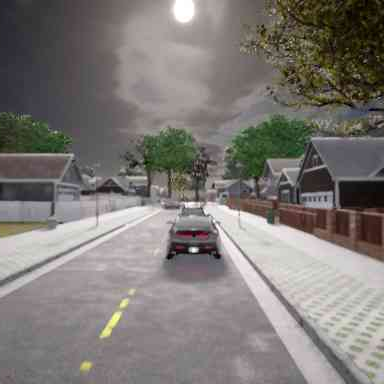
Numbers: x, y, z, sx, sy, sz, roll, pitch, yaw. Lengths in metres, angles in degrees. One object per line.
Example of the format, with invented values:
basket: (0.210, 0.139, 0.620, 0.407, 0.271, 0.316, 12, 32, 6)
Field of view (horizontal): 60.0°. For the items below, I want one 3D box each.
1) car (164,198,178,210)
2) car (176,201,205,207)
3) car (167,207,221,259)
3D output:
car: (-2.819, 1.617, 47.607, 2.097, 1.767, 4.553, 0, 0, 0)
car: (0.071, 1.604, 27.842, 2.128, 1.511, 4.902, 0, 0, 0)
car: (0.072, 1.551, 12.826, 1.837, 1.490, 4.892, 0, 0, 0)
